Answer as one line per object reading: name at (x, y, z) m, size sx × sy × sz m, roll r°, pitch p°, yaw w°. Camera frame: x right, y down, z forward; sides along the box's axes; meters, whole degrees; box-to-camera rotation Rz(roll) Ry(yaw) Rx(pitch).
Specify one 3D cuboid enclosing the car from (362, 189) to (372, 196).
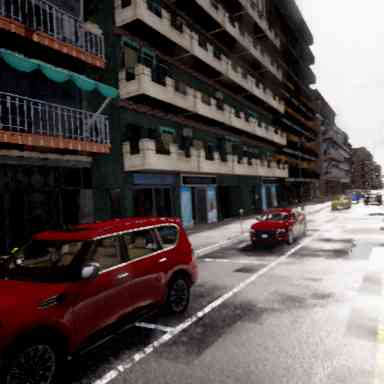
car at (38.673, 0.162, 73.480) m, size 1.752 × 1.417 × 4.829 m, roll -4°, pitch -1°, yaw 31°

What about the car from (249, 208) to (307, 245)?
car at (4.038, 1.476, 15.239) m, size 1.887 × 1.381 × 4.507 m, roll -4°, pitch -1°, yaw 31°

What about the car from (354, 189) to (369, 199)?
car at (30.072, 0.379, 59.030) m, size 1.967 × 1.590 × 4.097 m, roll -4°, pitch -1°, yaw 31°

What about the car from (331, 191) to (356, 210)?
car at (15.523, 1.000, 34.556) m, size 1.752 × 1.417 × 4.829 m, roll -4°, pitch -1°, yaw 31°

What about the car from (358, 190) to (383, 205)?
car at (21.064, 0.693, 38.727) m, size 2.128 × 1.511 × 4.902 m, roll -4°, pitch -1°, yaw 31°

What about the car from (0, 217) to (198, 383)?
car at (-1.762, 1.480, 5.510) m, size 2.192 × 1.841 × 5.009 m, roll -4°, pitch -1°, yaw 31°

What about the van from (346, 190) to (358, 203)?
van at (21.385, 0.595, 44.436) m, size 1.690 × 1.788 × 3.998 m, roll -4°, pitch -1°, yaw 31°
